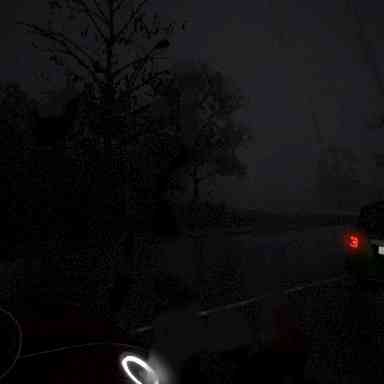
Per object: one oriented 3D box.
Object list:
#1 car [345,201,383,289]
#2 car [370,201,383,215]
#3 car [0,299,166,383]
[{"bbox_3d":[5.919,1.221,7.882,5.566,2.045,2.150,0,0,-35],"label":"car"},{"bbox_3d":[20.490,1.601,33.209,4.718,1.301,1.895,0,0,31],"label":"car"},{"bbox_3d":[-2.354,1.352,2.029,4.553,1.767,2.097,0,0,-36],"label":"car"}]
